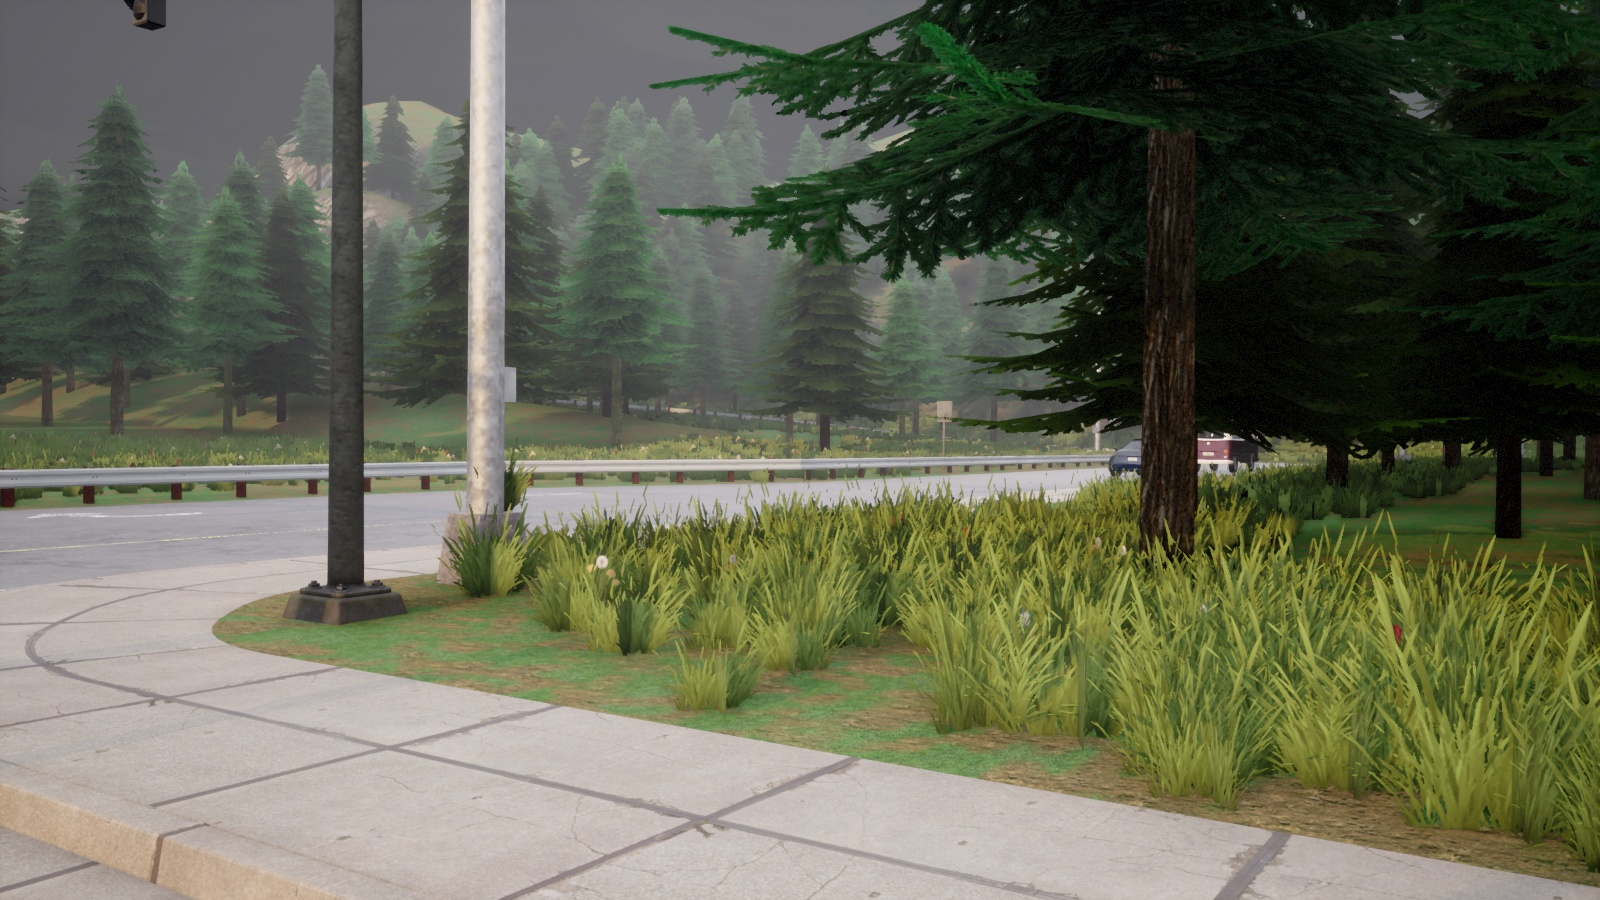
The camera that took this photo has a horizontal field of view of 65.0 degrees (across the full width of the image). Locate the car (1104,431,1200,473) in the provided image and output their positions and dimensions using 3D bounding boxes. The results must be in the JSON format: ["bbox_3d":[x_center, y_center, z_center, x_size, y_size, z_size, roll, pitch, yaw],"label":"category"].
[{"bbox_3d":[12.544,0.046,44.617,1.994,1.385,4.181,0,1,35],"label":"car"}]

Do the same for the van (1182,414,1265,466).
[{"bbox_3d":[17.456,-0.436,51.694,2.069,2.038,4.480,0,1,35],"label":"van"}]
